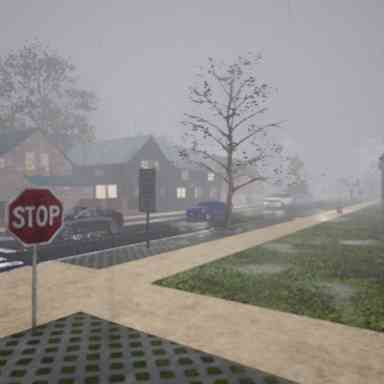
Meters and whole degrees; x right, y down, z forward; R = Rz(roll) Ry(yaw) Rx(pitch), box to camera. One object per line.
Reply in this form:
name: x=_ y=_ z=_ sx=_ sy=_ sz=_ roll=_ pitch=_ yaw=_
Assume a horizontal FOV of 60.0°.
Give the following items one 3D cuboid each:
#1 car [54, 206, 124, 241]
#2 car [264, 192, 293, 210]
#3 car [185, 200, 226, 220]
car: x=-5.634 y=1.492 z=16.927 sx=2.128 sy=1.511 sz=4.902 roll=0 pitch=0 yaw=34
car: x=10.909 y=1.075 z=41.621 sx=2.150 sy=2.045 sz=5.566 roll=0 pitch=0 yaw=34
car: x=1.366 y=1.414 z=27.429 sx=1.882 sy=1.535 sz=5.008 roll=0 pitch=0 yaw=34
